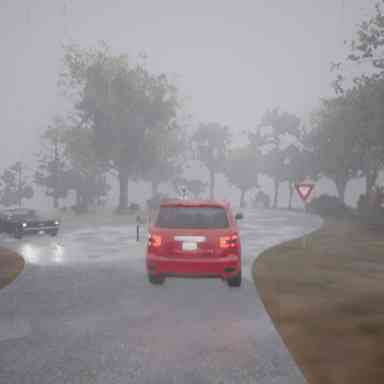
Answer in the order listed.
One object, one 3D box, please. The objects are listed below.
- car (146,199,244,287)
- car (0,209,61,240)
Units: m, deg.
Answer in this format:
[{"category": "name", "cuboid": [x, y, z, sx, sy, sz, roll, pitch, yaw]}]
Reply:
[{"category": "car", "cuboid": [0.266, 1.196, 9.486, 2.150, 2.045, 5.566, 0, 0, 7]}, {"category": "car", "cuboid": [-8.507, 1.555, 16.956, 1.895, 1.301, 4.718, 0, 0, -45]}]
